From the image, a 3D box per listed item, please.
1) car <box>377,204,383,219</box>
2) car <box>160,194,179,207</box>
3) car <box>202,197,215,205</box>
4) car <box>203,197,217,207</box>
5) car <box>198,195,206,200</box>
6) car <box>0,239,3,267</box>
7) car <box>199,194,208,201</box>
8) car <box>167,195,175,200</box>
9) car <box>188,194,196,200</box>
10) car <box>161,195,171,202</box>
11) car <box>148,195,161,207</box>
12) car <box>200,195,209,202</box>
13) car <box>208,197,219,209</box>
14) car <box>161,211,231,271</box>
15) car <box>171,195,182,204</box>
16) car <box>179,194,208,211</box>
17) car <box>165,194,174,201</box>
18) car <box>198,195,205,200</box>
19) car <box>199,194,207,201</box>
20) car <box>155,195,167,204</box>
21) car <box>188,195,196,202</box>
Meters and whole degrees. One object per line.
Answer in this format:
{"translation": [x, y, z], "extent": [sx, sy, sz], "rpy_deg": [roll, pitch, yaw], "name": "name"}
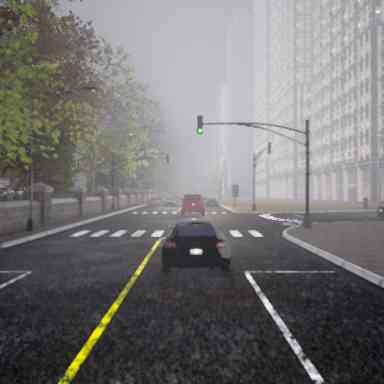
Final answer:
{"translation": [14.674, 1.232, 22.206], "extent": [4.313, 1.339, 1.947], "rpy_deg": [-1, 1, 0], "name": "car"}
{"translation": [-3.076, 1.469, 48.282], "extent": [2.033, 1.411, 5.357], "rpy_deg": [0, 0, 0], "name": "car"}
{"translation": [2.695, 1.479, 56.064], "extent": [1.947, 1.339, 4.313], "rpy_deg": [0, 0, 0], "name": "car"}
{"translation": [2.694, 1.485, 50.431], "extent": [1.947, 1.339, 4.313], "rpy_deg": [0, 0, 0], "name": "car"}
{"translation": [2.696, 1.442, 89.857], "extent": [2.008, 1.369, 4.403], "rpy_deg": [0, 0, 0], "name": "car"}
{"translation": [-5.817, 1.531, 6.881], "extent": [1.887, 1.381, 4.507], "rpy_deg": [0, 0, 0], "name": "car"}
{"translation": [2.697, 1.336, 78.593], "extent": [1.967, 1.590, 4.097], "rpy_deg": [0, 0, 0], "name": "car"}
{"translation": [-5.684, 1.436, 89.858], "extent": [1.887, 1.381, 4.507], "rpy_deg": [0, 0, 0], "name": "car"}
{"translation": [0.005, 1.293, 82.085], "extent": [1.812, 1.442, 4.674], "rpy_deg": [0, 0, 0], "name": "car"}
{"translation": [-5.684, 1.424, 72.792], "extent": [1.752, 1.417, 4.829], "rpy_deg": [0, 0, 0], "name": "car"}
{"translation": [-5.686, 1.501, 50.432], "extent": [1.802, 1.307, 4.206], "rpy_deg": [0, 0, 0], "name": "car"}
{"translation": [2.696, 1.444, 72.962], "extent": [1.887, 1.381, 4.507], "rpy_deg": [0, 0, 0], "name": "car"}
{"translation": [2.694, 1.492, 44.799], "extent": [1.947, 1.339, 4.313], "rpy_deg": [0, 0, 0], "name": "car"}
{"translation": [0.103, 1.542, 10.831], "extent": [1.994, 1.385, 4.181], "rpy_deg": [0, 0, 0], "name": "car"}
{"translation": [-3.023, 1.409, 64.095], "extent": [1.837, 1.490, 4.892], "rpy_deg": [0, 0, 1], "name": "car"}
{"translation": [0.102, 1.165, 32.275], "extent": [2.150, 2.045, 5.566], "rpy_deg": [0, 0, 0], "name": "car"}
{"translation": [-5.683, 1.333, 84.225], "extent": [1.967, 1.590, 4.097], "rpy_deg": [0, 0, 0], "name": "car"}
{"translation": [2.697, 1.440, 95.490], "extent": [2.008, 1.369, 4.403], "rpy_deg": [0, 0, 0], "name": "car"}
{"translation": [2.697, 1.333, 84.225], "extent": [1.967, 1.590, 4.097], "rpy_deg": [0, 0, 0], "name": "car"}
{"translation": [-5.685, 1.348, 61.697], "extent": [1.967, 1.590, 4.097], "rpy_deg": [0, 0, 0], "name": "car"}
{"translation": [0.003, 1.390, 72.049], "extent": [1.837, 1.490, 4.892], "rpy_deg": [0, 0, 0], "name": "car"}
